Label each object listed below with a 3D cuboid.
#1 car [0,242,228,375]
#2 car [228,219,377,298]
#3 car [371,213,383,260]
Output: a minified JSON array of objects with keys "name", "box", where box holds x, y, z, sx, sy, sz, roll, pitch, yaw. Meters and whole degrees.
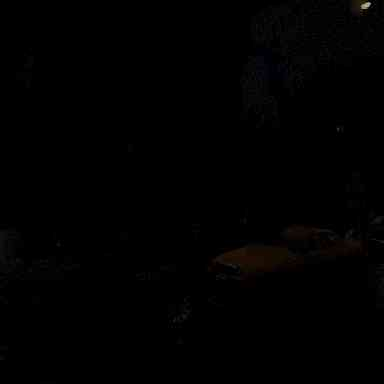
[{"name":"car","box":[-1.722,1.566,5.422,4.313,1.339,1.947,0,0,-36]},{"name":"car","box":[2.562,1.527,8.487,4.829,1.417,1.752,0,0,-36]},{"name":"car","box":[7.123,1.443,11.750,4.097,1.590,1.967,0,0,-36]}]
